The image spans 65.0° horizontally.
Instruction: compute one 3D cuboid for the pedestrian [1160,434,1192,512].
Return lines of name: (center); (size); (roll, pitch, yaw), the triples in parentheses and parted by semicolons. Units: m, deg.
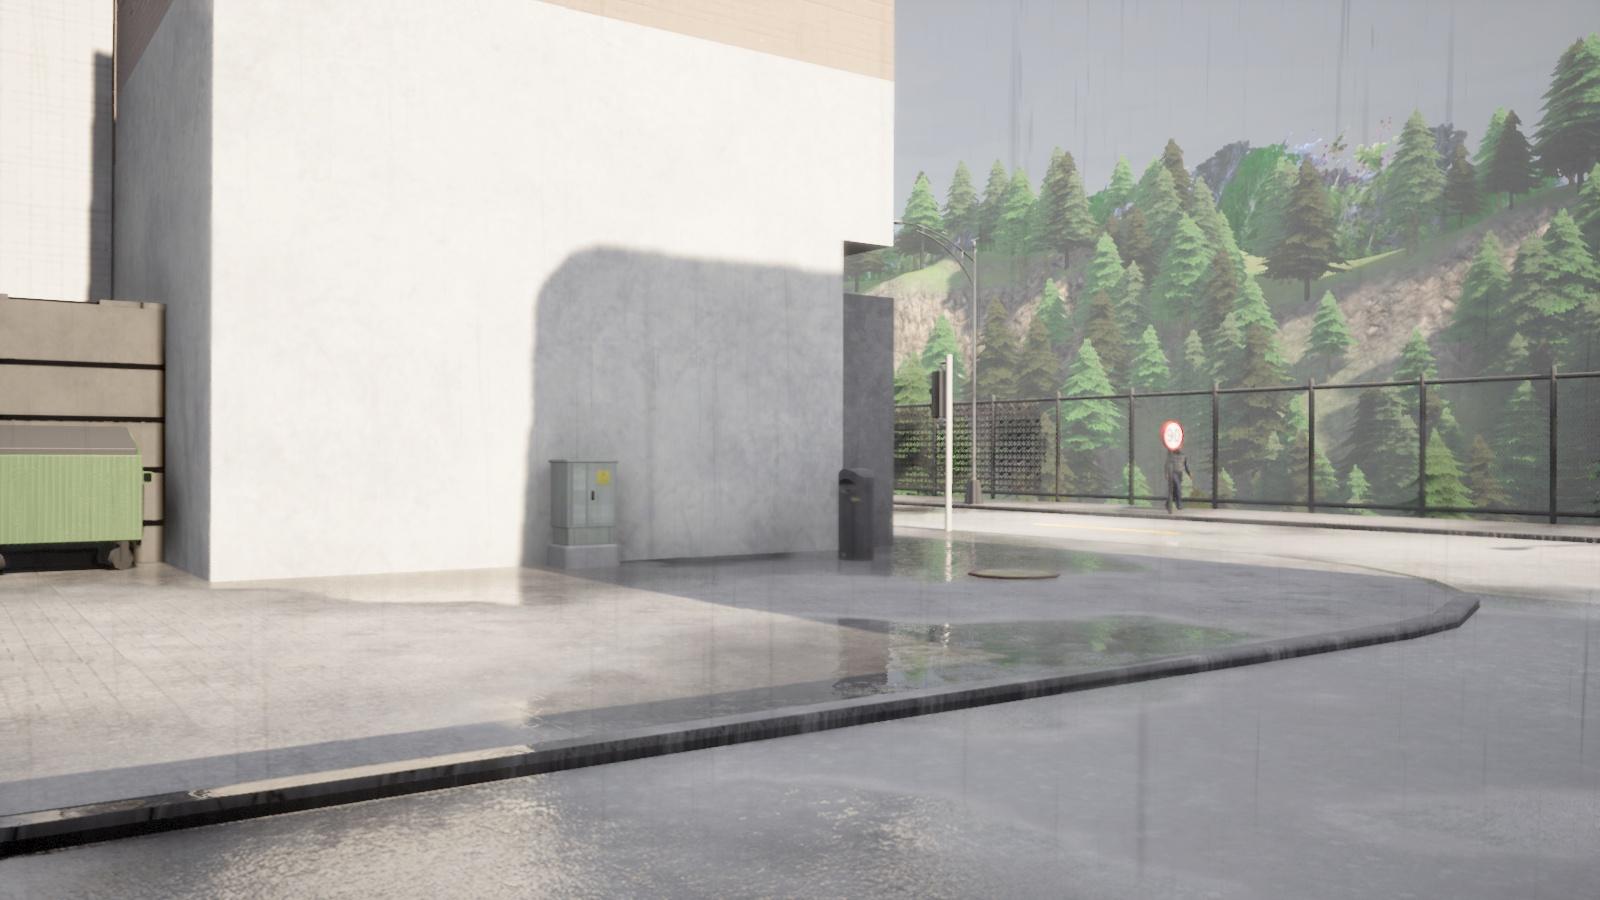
pedestrian: (9.543, 0.567, 31.867); (0.423, 1.949, 0.788); (0, 0, -16)
